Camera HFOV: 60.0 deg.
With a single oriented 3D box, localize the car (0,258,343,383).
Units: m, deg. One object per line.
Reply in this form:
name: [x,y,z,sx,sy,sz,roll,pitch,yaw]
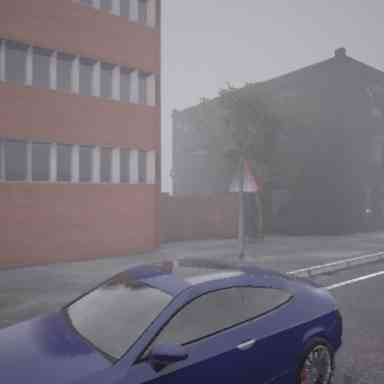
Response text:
car: [-0.240,1.529,3.518,4.674,1.442,1.812,0,0,-36]
